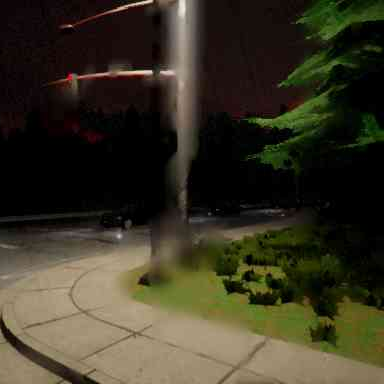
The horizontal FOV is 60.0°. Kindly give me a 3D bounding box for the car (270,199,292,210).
[{"bbox_3d":[11.783,1.571,42.877,1.895,1.301,4.718,0,0,37],"label":"car"}]

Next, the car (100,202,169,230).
[{"bbox_3d":[-3.545,1.448,21.162,1.882,1.535,5.008,0,0,35],"label":"car"}]

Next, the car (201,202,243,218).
[{"bbox_3d":[2.756,1.572,30.268,1.895,1.301,4.718,0,0,35],"label":"car"}]

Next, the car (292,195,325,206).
[{"bbox_3d":[14.410,1.195,40.269,2.150,2.045,5.566,0,0,36],"label":"car"}]

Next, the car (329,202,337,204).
[{"bbox_3d":[22.682,1.463,51.394,2.128,1.511,4.902,0,0,37],"label":"car"}]
